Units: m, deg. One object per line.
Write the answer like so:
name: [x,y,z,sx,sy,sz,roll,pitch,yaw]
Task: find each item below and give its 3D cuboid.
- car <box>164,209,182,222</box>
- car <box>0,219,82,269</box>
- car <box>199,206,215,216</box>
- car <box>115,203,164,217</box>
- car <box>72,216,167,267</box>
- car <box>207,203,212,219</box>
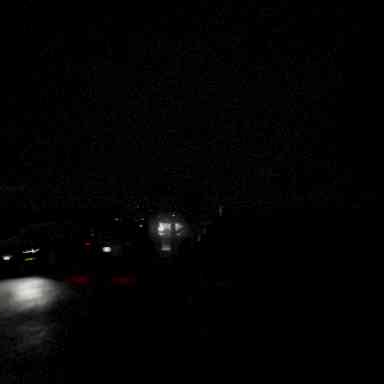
car: [-2.351,2.586,36.785,1.895,1.301,4.718,-1,-2,7]
car: [-5.294,1.809,12.412,1.837,1.490,4.892,-1,-2,7]
car: [2.385,2.924,52.485,2.033,1.411,5.357,-1,-2,7]
car: [-3.885,1.853,24.195,2.150,2.045,5.566,-1,-2,7]
car: [-2.428,1.809,12.347,1.994,1.385,4.181,-1,-2,7]
car: [1.152,2.295,41.883,2.150,2.045,5.566,-1,-2,7]
